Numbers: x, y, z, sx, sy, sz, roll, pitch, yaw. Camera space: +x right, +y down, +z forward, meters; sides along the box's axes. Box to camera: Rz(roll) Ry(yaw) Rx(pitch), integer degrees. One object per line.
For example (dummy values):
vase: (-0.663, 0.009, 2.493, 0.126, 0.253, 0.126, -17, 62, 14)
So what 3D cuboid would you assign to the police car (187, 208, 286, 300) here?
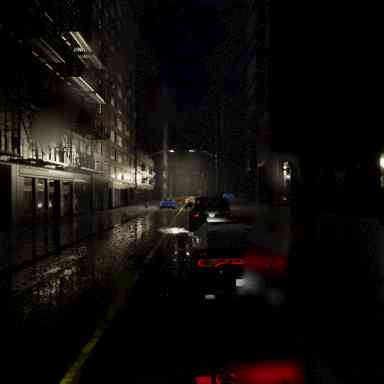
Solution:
police car: (0.920, 1.425, 8.560, 1.930, 1.638, 5.238, 0, 0, 0)

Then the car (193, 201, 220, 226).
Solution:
car: (0.962, 1.508, 24.451, 1.837, 1.490, 4.892, 0, 0, 0)

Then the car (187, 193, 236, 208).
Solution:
car: (0.947, 1.226, 18.480, 2.150, 2.045, 5.566, 0, 0, 0)

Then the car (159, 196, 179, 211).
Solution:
car: (-2.995, 1.544, 41.823, 1.812, 1.442, 4.674, 0, 0, 0)

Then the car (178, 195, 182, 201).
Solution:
car: (-2.809, 1.519, 75.693, 1.882, 1.535, 5.008, 0, 0, 0)

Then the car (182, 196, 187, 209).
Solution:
car: (0.147, 1.375, 45.570, 2.097, 1.767, 4.553, 0, 0, 1)

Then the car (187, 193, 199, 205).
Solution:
car: (0.150, 1.263, 59.565, 2.150, 2.045, 5.566, 0, 0, 0)
